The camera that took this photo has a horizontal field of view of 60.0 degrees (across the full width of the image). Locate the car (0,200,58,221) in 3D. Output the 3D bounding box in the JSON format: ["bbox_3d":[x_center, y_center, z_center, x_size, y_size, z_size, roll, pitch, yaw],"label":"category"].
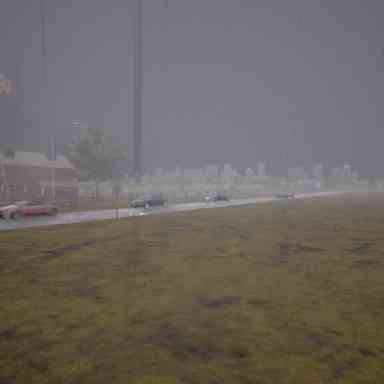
[{"bbox_3d":[-12.073,1.272,24.457,1.994,1.385,4.181,1,2,36],"label":"car"}]

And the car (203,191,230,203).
[{"bbox_3d":[3.420,0.664,45.740,2.128,1.511,4.902,1,2,36],"label":"car"}]

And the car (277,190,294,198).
[{"bbox_3d":[16.626,0.397,58.980,1.994,1.385,4.181,1,2,36],"label":"car"}]

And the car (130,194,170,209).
[{"bbox_3d":[-4.366,0.950,35.046,1.837,1.490,4.892,1,2,36],"label":"car"}]
